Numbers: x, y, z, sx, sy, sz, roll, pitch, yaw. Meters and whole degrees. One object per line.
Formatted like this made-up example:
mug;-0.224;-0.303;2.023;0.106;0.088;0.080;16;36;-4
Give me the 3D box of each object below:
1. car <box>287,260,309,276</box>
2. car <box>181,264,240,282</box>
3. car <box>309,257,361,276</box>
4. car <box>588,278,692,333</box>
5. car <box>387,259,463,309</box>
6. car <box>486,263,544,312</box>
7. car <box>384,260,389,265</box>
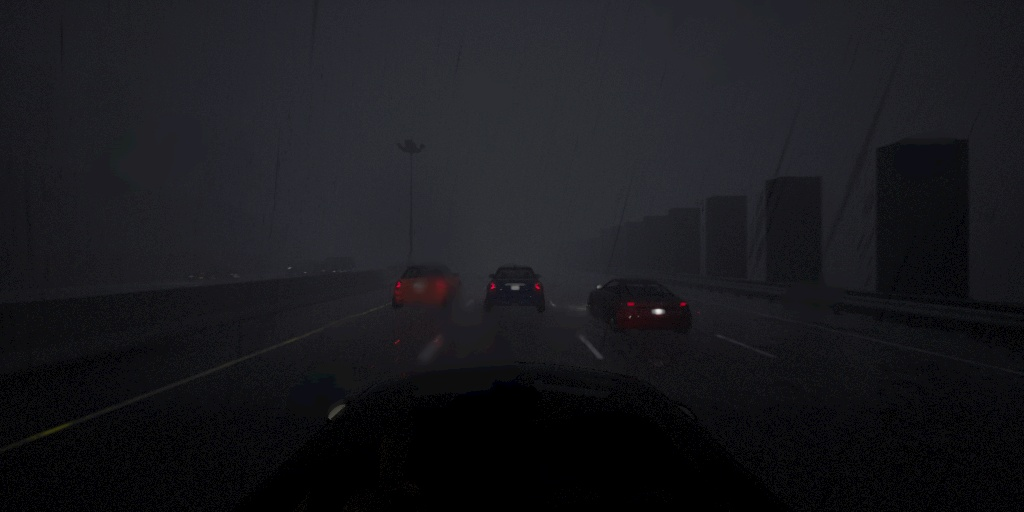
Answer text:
car;-21.463;1.195;37.681;2.097;1.767;4.553;0;0;-2
car;-24.737;1.378;29.611;1.994;1.385;4.181;0;0;-1
car;-17.928;1.069;36.739;2.150;2.045;5.566;0;-1;-2
car;3.609;1.348;10.833;1.994;1.385;4.181;0;0;0
car;-3.387;1.141;15.232;2.097;1.767;4.553;0;0;0
car;0.113;1.143;14.648;2.097;1.767;4.553;0;0;0
car;-14.897;1.482;47.342;1.895;1.301;4.718;0;0;-3
